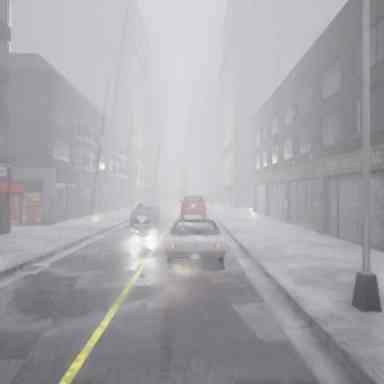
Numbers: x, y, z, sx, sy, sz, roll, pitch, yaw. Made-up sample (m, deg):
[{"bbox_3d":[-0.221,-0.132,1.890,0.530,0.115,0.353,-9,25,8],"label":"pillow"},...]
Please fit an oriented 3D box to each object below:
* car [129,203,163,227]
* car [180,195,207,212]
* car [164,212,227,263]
[{"bbox_3d":[-3.087,1.526,23.031,2.128,1.511,4.902,0,0,0],"label":"car"},{"bbox_3d":[0.109,1.268,29.207,2.150,2.045,5.566,0,0,0],"label":"car"},{"bbox_3d":[0.103,1.617,12.040,1.895,1.301,4.718,0,0,0],"label":"car"}]
